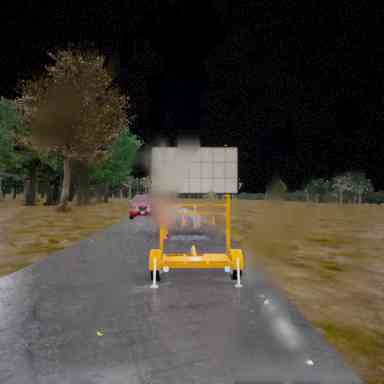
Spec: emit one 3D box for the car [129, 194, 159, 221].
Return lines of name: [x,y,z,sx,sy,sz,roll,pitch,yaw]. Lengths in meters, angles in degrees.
car: [-3.967,1.220,27.979,2.150,2.045,5.566,0,0,-5]

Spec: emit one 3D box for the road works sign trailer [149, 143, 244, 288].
road works sign trailer: [0.077,0.464,9.245,2.380,3.560,2.880,0,0,-2]

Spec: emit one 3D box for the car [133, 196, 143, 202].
car: [-12.525,1.601,76.482,1.812,1.442,4.674,0,0,-15]
